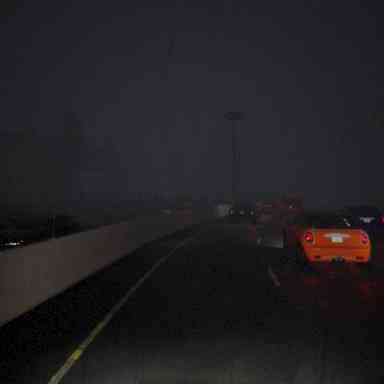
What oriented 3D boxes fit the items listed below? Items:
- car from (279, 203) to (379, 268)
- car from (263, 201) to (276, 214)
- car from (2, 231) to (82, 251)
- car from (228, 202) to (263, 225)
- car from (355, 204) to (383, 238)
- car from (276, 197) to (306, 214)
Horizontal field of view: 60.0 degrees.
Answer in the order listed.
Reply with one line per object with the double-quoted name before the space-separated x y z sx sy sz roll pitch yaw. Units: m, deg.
"car" 4.608 1.460 12.021 2.097 1.767 4.553 0 0 8
"car" 9.902 1.870 41.434 1.837 1.490 4.892 0 -1 24
"car" -6.054 1.612 12.996 1.837 1.490 4.892 0 -1 8
"car" 4.308 1.585 26.966 2.097 1.767 4.553 0 0 16
"car" 9.454 1.525 19.139 2.097 1.767 4.553 0 0 12
"car" 9.946 1.513 32.821 2.150 2.045 5.566 0 -1 21
